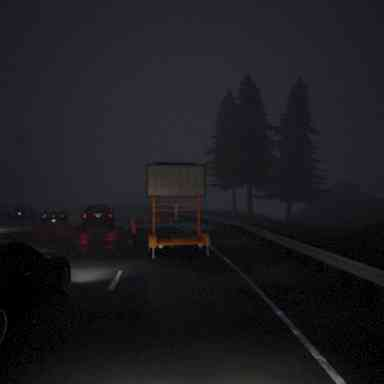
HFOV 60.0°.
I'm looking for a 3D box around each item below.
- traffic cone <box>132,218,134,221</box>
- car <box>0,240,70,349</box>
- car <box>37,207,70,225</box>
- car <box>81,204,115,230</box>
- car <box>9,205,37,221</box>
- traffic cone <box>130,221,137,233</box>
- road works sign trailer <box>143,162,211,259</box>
[{"bbox_3d":[-3.854,2.203,21.989,0.340,0.580,0.340,0,-1,-11],"label":"traffic cone"},{"bbox_3d":[-3.736,1.605,6.044,1.812,1.442,4.674,0,-1,-3],"label":"car"},{"bbox_3d":[-11.300,1.938,27.807,1.895,1.301,4.718,0,-1,-16],"label":"car"},{"bbox_3d":[-6.604,1.627,23.635,2.097,1.767,4.553,0,-1,-13],"label":"car"},{"bbox_3d":[-16.266,1.967,32.236,1.994,1.385,4.181,0,-1,-16],"label":"car"},{"bbox_3d":[-3.467,2.181,20.027,0.340,0.580,0.340,0,-1,-11],"label":"traffic cone"},{"bbox_3d":[-0.659,0.610,13.463,2.380,3.560,2.880,0,-1,-11],"label":"road works sign trailer"}]
